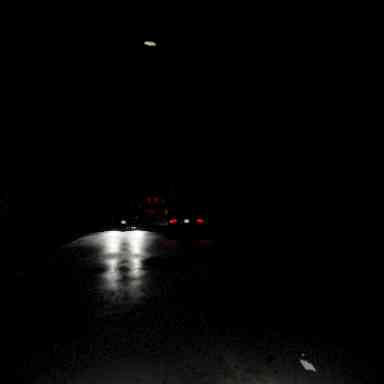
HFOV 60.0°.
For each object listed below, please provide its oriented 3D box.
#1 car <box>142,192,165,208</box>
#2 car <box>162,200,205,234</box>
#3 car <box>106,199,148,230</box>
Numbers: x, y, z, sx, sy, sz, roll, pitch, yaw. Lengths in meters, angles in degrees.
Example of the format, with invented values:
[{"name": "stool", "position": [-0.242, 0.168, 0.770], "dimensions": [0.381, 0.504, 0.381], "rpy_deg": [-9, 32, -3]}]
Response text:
[{"name": "car", "position": [-4.484, 0.816, 37.945], "dimensions": [2.097, 1.767, 4.553], "rpy_deg": [-1, 1, -18]}, {"name": "car", "position": [-0.427, 1.351, 17.768], "dimensions": [2.033, 1.411, 5.357], "rpy_deg": [-1, 1, -4]}, {"name": "car", "position": [-3.799, 1.368, 19.495], "dimensions": [1.994, 1.385, 4.181], "rpy_deg": [-1, 1, -6]}]
